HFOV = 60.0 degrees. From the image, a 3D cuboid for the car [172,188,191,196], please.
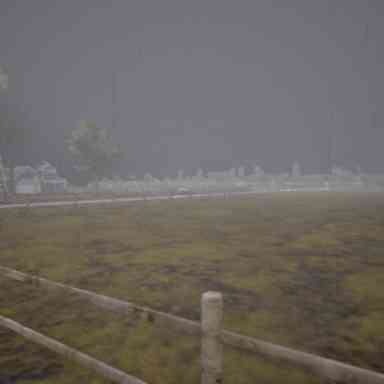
[{"bbox_3d":[-1.845,-0.034,61.172,1.812,1.442,4.674,0,1,35],"label":"car"}]
